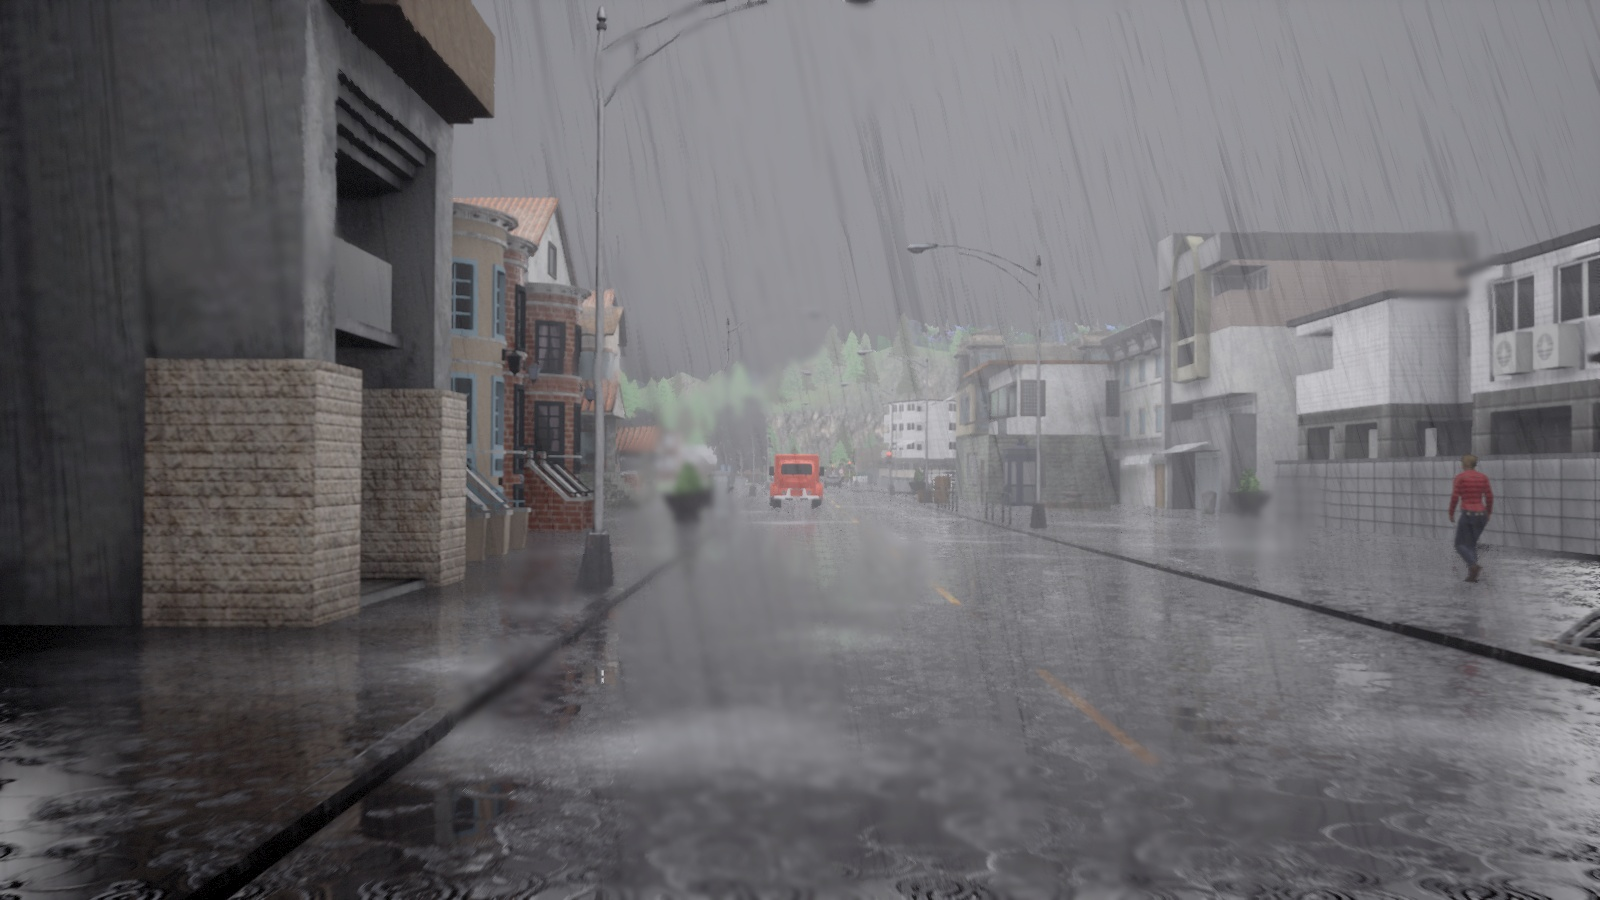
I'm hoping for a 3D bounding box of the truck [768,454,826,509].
[{"bbox_3d":[-0.150,1.452,59.251,2.627,2.467,5.204,0,-1,0],"label":"truck"}]
